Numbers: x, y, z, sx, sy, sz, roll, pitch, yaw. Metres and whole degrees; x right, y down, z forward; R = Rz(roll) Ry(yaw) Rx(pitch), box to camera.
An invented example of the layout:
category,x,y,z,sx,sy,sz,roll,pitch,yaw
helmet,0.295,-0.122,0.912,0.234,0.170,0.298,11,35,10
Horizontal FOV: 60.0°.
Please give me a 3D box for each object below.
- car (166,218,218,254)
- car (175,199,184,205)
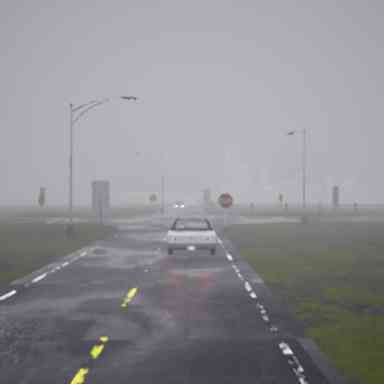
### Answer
category,x,y,z,sx,sy,sz,roll,pitch,yaw
car,-0.013,1.735,14.091,1.895,1.301,4.718,0,-1,0
car,-2.831,2.306,74.202,1.895,1.301,4.718,0,-1,0
